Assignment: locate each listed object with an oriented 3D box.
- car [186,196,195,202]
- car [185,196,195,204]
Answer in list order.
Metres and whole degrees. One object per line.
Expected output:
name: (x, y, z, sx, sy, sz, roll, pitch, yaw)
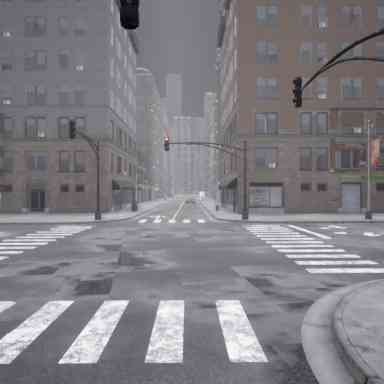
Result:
car: (-0.383, 1.485, 73.761, 1.895, 1.301, 4.718, 0, 0, 0)
car: (-0.313, 1.650, 63.756, 1.895, 1.301, 4.718, 0, 0, 0)
